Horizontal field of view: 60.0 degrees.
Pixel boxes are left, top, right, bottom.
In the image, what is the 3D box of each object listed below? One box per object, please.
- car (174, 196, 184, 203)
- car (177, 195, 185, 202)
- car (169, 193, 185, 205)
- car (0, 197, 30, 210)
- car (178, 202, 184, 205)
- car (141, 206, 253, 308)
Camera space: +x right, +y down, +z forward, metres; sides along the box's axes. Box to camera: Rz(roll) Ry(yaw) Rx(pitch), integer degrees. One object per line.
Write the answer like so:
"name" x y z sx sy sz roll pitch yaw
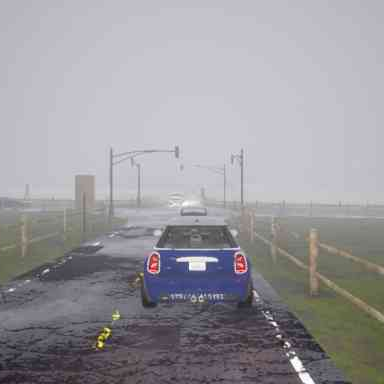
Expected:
"car" -2.735 1.615 69.928 1.895 1.301 4.718 0 0 0
"car" -2.701 1.549 80.270 1.812 1.442 4.674 0 0 0
"car" -2.839 1.237 59.906 2.150 2.045 5.566 0 0 0
"car" -20.065 1.216 36.379 4.181 1.385 1.994 1 0 0
"car" 0.091 1.507 17.262 1.837 1.490 4.892 0 0 0
"car" 0.096 1.353 8.096 2.097 1.767 4.553 0 0 0
